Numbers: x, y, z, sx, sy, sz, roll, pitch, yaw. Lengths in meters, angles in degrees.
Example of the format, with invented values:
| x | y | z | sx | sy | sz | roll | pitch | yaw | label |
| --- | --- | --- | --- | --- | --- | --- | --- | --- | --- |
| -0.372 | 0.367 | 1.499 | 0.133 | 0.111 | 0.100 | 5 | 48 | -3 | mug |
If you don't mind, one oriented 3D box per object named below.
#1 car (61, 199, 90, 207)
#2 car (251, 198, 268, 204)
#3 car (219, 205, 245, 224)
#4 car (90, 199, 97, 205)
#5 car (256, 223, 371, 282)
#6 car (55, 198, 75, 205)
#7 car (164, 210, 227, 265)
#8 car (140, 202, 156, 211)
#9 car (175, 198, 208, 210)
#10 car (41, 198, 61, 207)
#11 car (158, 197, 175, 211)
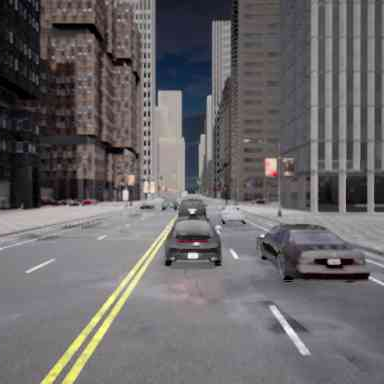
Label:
| x | y | z | sx | sy | sz | roll | pitch | yaw | label |
| --- | --- | --- | --- | --- | --- | --- | --- | --- | --- |
| -24.712 | 2.467 | 70.457 | 4.313 | 1.339 | 1.947 | 0 | 0 | 0 | car |
| 16.699 | 2.232 | 82.102 | 4.097 | 1.590 | 1.967 | 0 | 0 | 0 | car |
| 3.309 | 1.852 | 27.901 | 1.812 | 1.442 | 4.674 | 0 | 0 | 0 | car |
| -24.714 | 2.306 | 78.981 | 4.097 | 1.590 | 1.967 | 0 | 0 | 0 | car |
| 3.281 | 1.670 | 10.127 | 2.033 | 1.411 | 5.357 | 0 | -1 | 1 | car |
| -30.138 | 2.325 | 78.979 | 4.097 | 1.590 | 1.967 | 0 | 0 | 0 | car |
| 0.049 | 1.654 | 12.268 | 1.837 | 1.490 | 4.892 | 0 | 0 | 0 | car |
| -6.574 | 2.156 | 49.503 | 1.895 | 1.301 | 4.718 | 0 | -1 | 0 | car |
| 0.045 | 1.530 | 26.179 | 2.150 | 2.045 | 5.566 | 0 | 0 | 1 | car |
| -30.139 | 2.235 | 70.453 | 5.009 | 1.841 | 2.192 | 0 | 0 | 0 | car |
| -3.319 | 1.783 | 49.950 | 2.150 | 2.045 | 5.566 | 0 | -1 | 0 | car |
